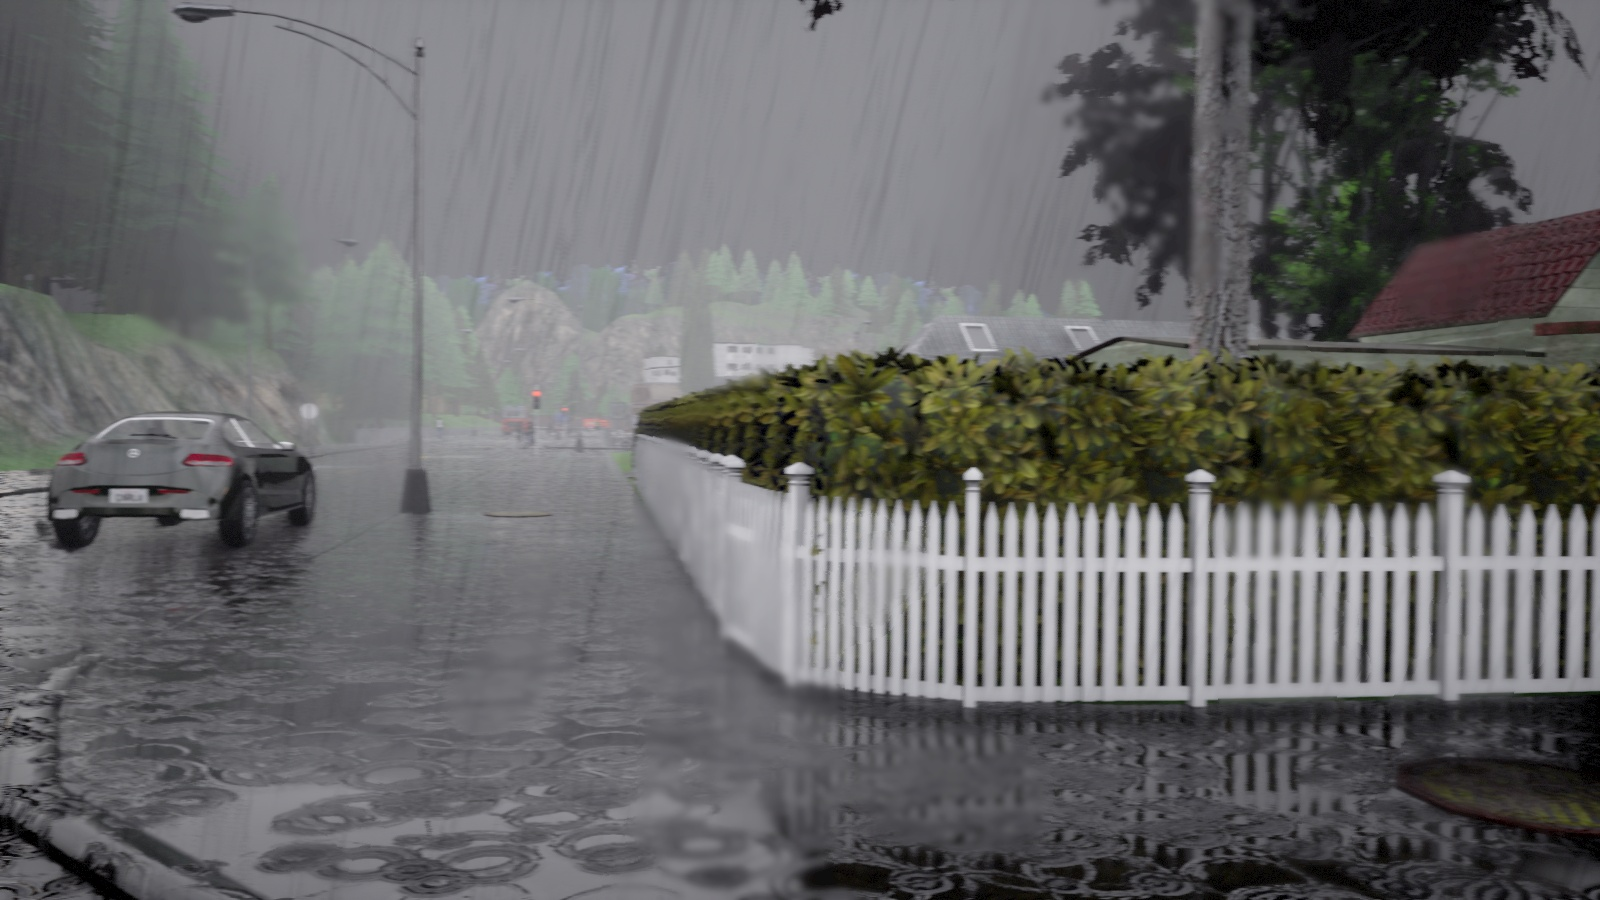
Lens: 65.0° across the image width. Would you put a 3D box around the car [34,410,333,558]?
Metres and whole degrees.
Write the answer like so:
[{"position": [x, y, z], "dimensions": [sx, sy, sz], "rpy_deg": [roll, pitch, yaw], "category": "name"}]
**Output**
[{"position": [-7.879, 0.332, 16.700], "dimensions": [2.152, 1.651, 5.027], "rpy_deg": [-1, 1, -9], "category": "car"}]
